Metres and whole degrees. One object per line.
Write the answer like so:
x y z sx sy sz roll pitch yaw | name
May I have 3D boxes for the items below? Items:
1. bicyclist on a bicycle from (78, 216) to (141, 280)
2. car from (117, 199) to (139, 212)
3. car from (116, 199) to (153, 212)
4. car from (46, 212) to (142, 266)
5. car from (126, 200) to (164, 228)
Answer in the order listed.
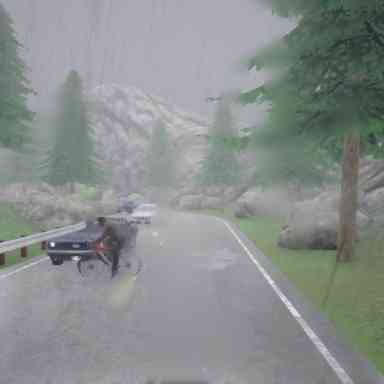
-2.156 1.455 8.626 1.656 1.620 0.582 -2 0 1 | bicyclist on a bicycle
-5.335 1.477 32.793 1.882 1.535 5.008 0 0 -32 | car
-6.984 1.601 39.912 4.718 1.301 1.895 0 0 42 | car
-3.247 1.601 11.750 1.895 1.301 4.718 0 0 2 | car
-2.938 1.525 22.496 1.812 1.442 4.674 0 0 1 | car
